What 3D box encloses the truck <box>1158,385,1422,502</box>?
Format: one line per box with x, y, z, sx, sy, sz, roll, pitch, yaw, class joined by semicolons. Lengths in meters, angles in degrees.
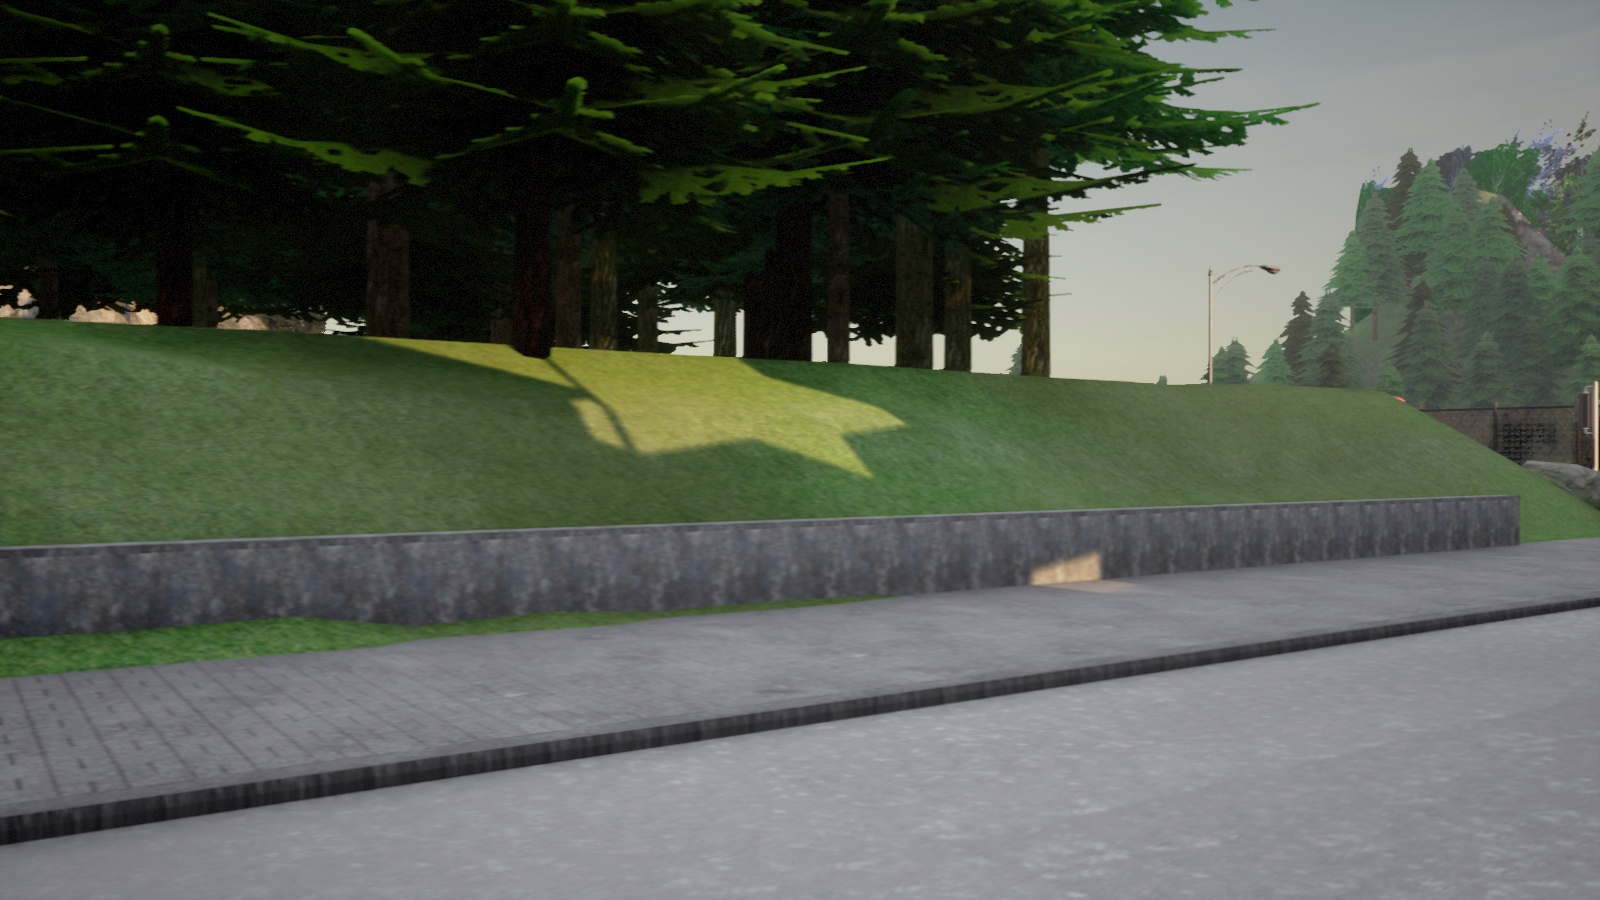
15.851;-0.169;41.353;2.891;3.462;7.936;0;0;-32;truck
